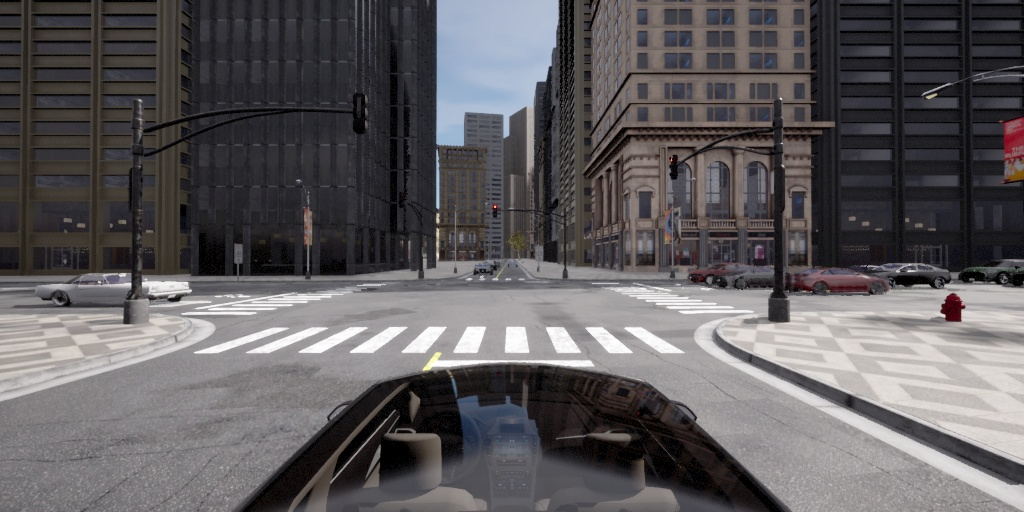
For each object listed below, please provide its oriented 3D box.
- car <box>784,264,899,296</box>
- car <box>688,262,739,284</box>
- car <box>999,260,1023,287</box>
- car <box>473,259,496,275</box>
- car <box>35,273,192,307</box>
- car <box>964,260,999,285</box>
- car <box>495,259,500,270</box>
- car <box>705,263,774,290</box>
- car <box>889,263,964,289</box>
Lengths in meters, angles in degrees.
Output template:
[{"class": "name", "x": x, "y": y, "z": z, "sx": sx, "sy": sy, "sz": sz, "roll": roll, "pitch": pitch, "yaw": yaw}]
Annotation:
[{"class": "car", "x": 16.482, "y": 1.249, "z": 18.372, "sx": 4.181, "sy": 1.385, "sz": 1.994, "roll": 0, "pitch": 0, "yaw": 2}, {"class": "car", "x": 14.907, "y": 1.216, "z": 24.927, "sx": 5.008, "sy": 1.535, "sz": 1.882, "roll": 0, "pitch": 0, "yaw": 0}, {"class": "car", "x": 33.351, "y": 1.021, "z": 21.679, "sx": 4.553, "sy": 1.767, "sz": 2.097, "roll": 0, "pitch": 0, "yaw": 0}, {"class": "car", "x": -3.052, "y": 1.361, "z": 39.116, "sx": 1.994, "sy": 1.385, "sz": 4.181, "roll": 0, "pitch": 0, "yaw": -1}, {"class": "car", "x": -16.375, "y": 1.366, "z": 14.947, "sx": 4.718, "sy": 1.301, "sz": 1.895, "roll": 0, "pitch": 0, "yaw": 0}, {"class": "car", "x": 34.218, "y": 1.043, "z": 24.929, "sx": 4.553, "sy": 1.767, "sz": 2.097, "roll": 0, "pitch": 0, "yaw": 0}, {"class": "car", "x": -3.058, "y": 1.300, "z": 50.112, "sx": 1.882, "sy": 1.535, "sz": 5.008, "roll": 0, "pitch": 0, "yaw": 0}, {"class": "car", "x": 14.480, "y": 1.279, "z": 21.671, "sx": 4.181, "sy": 1.385, "sz": 1.994, "roll": 0, "pitch": 0, "yaw": 0}, {"class": "car", "x": 23.391, "y": 1.184, "z": 21.680, "sx": 4.902, "sy": 1.511, "sz": 2.128, "roll": 0, "pitch": 0, "yaw": 0}]
